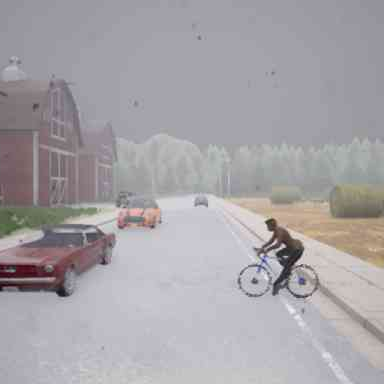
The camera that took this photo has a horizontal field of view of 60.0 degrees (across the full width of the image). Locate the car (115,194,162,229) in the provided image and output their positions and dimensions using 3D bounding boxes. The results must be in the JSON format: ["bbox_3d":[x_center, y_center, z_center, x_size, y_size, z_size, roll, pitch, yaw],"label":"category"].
[{"bbox_3d":[-3.109,1.219,20.491,2.097,1.767,4.553,0,0,2],"label":"car"}]

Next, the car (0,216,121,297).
[{"bbox_3d":[-3.427,1.544,8.579,1.895,1.301,4.718,0,0,1],"label":"car"}]

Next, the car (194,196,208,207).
[{"bbox_3d":[1.211,1.256,44.492,2.033,1.411,5.357,0,0,0],"label":"car"}]

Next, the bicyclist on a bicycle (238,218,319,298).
[{"bbox_3d":[1.776,1.365,6.810,1.656,1.620,0.582,0,0,1],"label":"bicyclist on a bicycle"}]

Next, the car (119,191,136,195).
[{"bbox_3d":[-6.789,0.908,36.462,1.905,1.878,3.866,7,-3,-41],"label":"car"}]
